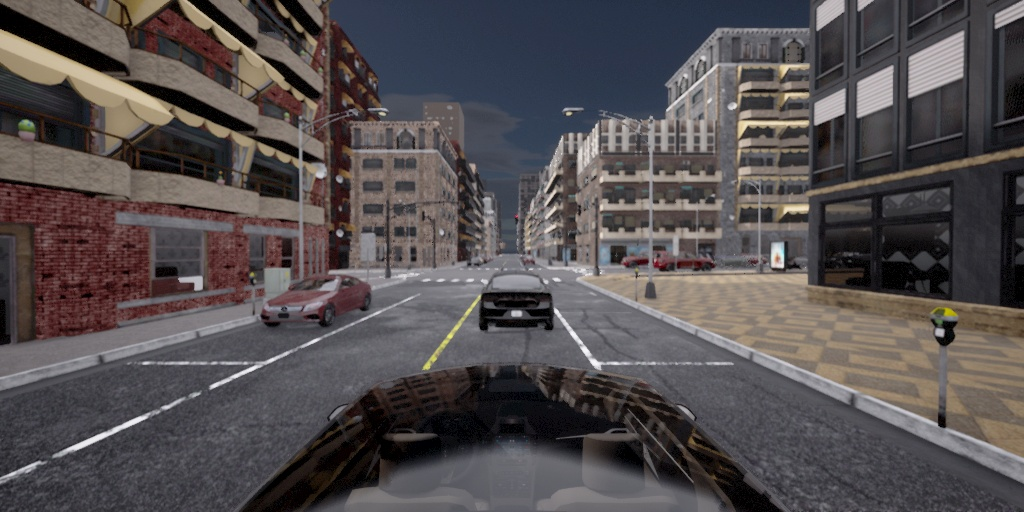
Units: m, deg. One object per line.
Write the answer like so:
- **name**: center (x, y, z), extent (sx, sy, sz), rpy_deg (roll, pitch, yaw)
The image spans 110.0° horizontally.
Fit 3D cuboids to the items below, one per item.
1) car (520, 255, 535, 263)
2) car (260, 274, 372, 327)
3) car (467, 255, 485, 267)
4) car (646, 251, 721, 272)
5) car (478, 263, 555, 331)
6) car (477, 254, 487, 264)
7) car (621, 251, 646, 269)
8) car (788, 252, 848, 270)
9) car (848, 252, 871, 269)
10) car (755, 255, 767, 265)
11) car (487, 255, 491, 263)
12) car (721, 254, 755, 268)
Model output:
- **car**: center (2.800, 0.660, 58.784), extent (1.967, 1.591, 4.097), rpy_deg (0, 0, 0)
- **car**: center (-5.723, 1.242, 11.095), extent (1.802, 1.307, 4.207), rpy_deg (0, 0, 0)
- **car**: center (-5.591, 0.837, 53.116), extent (1.948, 1.339, 4.313), rpy_deg (0, 0, 0)
- **car**: center (14.766, 0.497, 31.031), extent (5.009, 1.841, 2.192), rpy_deg (0, 0, 0)
- **car**: center (0.116, 1.142, 10.662), extent (1.882, 1.535, 5.008), rpy_deg (0, 1, 0)
- **car**: center (-5.581, 0.745, 58.628), extent (1.751, 1.417, 4.829), rpy_deg (0, 0, 0)
- **car**: center (14.648, 0.402, 39.410), extent (5.009, 1.841, 2.192), rpy_deg (0, 0, 0)
- **car**: center (25.860, 0.540, 31.104), extent (4.313, 1.339, 1.948), rpy_deg (0, 0, 0)
- **car**: center (31.407, 0.435, 31.141), extent (4.313, 1.339, 1.948), rpy_deg (0, 0, 0)
- **car**: center (25.739, 0.461, 39.483), extent (4.207, 1.307, 1.802), rpy_deg (0, 0, 0)
- **car**: center (-5.569, 0.484, 64.480), extent (2.192, 1.841, 5.009), rpy_deg (0, 0, 0)
- **car**: center (21.979, 0.544, 36.860), extent (4.181, 1.385, 1.994), rpy_deg (-1, 1, 0)
